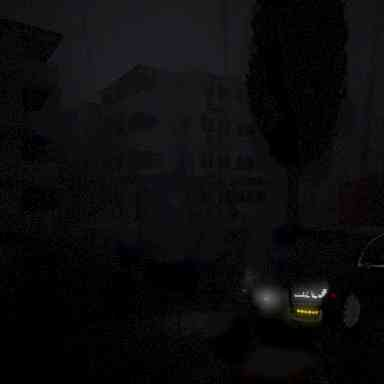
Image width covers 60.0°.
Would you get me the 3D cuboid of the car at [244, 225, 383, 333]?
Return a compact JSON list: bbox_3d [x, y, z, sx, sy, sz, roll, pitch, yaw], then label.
[{"bbox_3d":[3.220,1.504,6.895,4.892,1.490,1.837,0,0,-35],"label":"car"}]
